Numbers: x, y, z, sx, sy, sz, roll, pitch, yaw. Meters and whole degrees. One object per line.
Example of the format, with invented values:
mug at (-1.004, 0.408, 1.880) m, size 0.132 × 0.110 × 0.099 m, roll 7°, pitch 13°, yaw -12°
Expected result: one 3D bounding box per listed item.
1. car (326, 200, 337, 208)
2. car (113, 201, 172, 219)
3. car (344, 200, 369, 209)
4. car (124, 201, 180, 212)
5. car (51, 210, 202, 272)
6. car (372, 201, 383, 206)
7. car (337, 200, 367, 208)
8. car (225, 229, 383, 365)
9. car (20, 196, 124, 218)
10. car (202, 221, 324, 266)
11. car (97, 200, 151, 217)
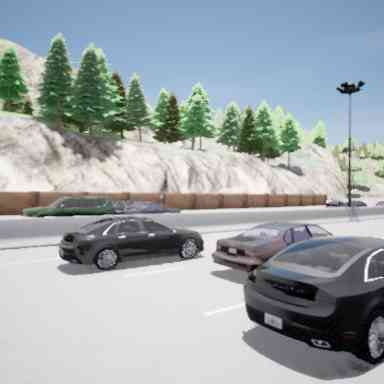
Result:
car at (25.901, 2.056, 59.514) m, size 5.357 × 1.411 × 2.033 m, roll 1°, pitch 0°, yaw -43°
car at (-4.543, 1.630, 30.893) m, size 4.902 × 1.511 × 2.128 m, roll 1°, pitch 0°, yaw -36°
car at (28.200, 2.059, 56.902) m, size 5.357 × 1.411 × 2.033 m, roll 1°, pitch 0°, yaw -43°
car at (-3.442, 1.674, 27.363) m, size 5.357 × 1.411 × 2.033 m, roll 1°, pitch 0°, yaw -36°
car at (-1.805, 1.555, 11.069) m, size 4.892 × 1.490 × 1.837 m, roll 0°, pitch 0°, yaw -35°
car at (26.416, 1.965, 45.856) m, size 4.674 × 1.442 × 1.812 m, roll 0°, pitch 0°, yaw -40°
car at (23.219, 1.930, 47.699) m, size 4.892 × 1.490 × 1.837 m, roll 0°, pitch 0°, yaw -39°
car at (3.085, 1.557, 5.958) m, size 4.892 × 1.490 × 1.837 m, roll 1°, pitch -1°, yaw -36°
car at (-7.346, 1.283, 20.249) m, size 5.566 × 2.045 × 2.150 m, roll 1°, pitch -1°, yaw -36°
car at (3.122, 1.625, 10.283) m, size 5.357 × 1.411 × 2.033 m, roll 1°, pitch 0°, yaw -36°
car at (-6.848, 1.629, 33.546) m, size 4.902 × 1.511 × 2.128 m, roll 1°, pitch 0°, yaw -36°
